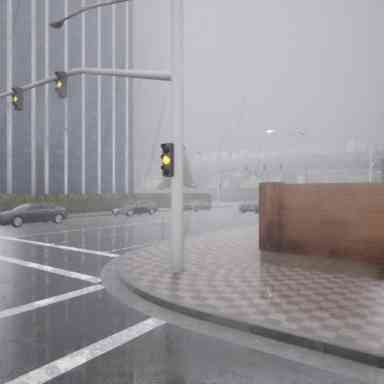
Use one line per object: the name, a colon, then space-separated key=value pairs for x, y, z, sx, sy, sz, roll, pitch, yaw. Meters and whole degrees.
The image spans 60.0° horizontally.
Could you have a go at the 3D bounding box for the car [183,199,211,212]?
car: x=0.519 y=1.564 z=39.040 sx=1.994 sy=1.385 sz=4.181 roll=0 pitch=0 yaw=35

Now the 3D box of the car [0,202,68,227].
car: x=-10.967 y=1.505 z=22.907 sx=1.837 sy=1.490 sz=4.892 roll=0 pitch=0 yaw=35

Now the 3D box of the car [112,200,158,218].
car: x=-5.258 y=1.491 z=30.936 sx=2.128 sy=1.511 sz=4.902 roll=0 pitch=0 yaw=35

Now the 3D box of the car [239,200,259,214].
car: x=6.930 y=1.547 z=35.669 sx=2.033 sy=1.411 sz=5.357 roll=0 pitch=0 yaw=35
